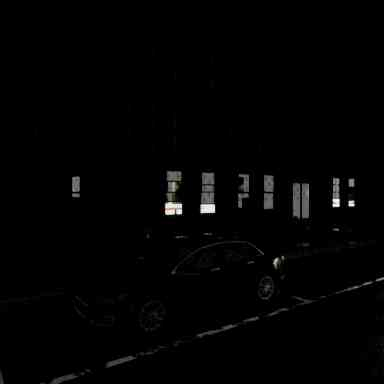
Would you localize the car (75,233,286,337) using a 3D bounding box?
[{"bbox_3d":[-0.002,1.551,6.558,4.403,1.369,2.008,0,0,-35],"label":"car"}]
